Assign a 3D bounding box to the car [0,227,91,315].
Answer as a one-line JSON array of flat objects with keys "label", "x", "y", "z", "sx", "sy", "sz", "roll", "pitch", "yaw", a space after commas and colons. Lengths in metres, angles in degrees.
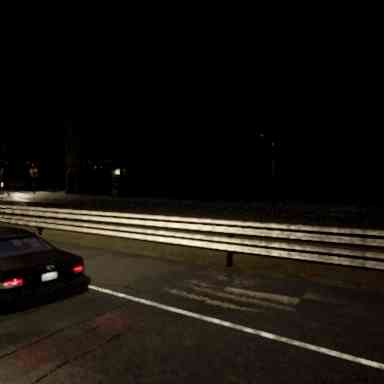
[{"label": "car", "x": -4.502, "y": 1.480, "z": 7.211, "sx": 5.357, "sy": 1.411, "sz": 2.033, "roll": 1, "pitch": 0, "yaw": 36}]
